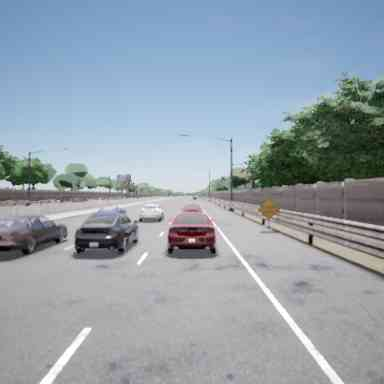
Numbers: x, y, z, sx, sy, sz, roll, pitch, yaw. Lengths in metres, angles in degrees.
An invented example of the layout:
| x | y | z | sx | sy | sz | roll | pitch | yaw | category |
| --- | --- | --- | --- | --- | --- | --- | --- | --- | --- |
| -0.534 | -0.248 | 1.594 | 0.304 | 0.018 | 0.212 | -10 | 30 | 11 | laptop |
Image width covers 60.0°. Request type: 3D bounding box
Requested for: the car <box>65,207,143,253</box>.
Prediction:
| x | y | z | sx | sy | sz | roll | pitch | yaw | category |
| --- | --- | --- | --- | --- | --- | --- | --- | --- | --- |
| -3.500 | 1.640 | 14.290 | 1.837 | 1.490 | 4.892 | 0 | 0 | 0 | car |

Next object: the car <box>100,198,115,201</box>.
| x | y | z | sx | sy | sz | roll | pitch | yaw | category |
| --- | --- | --- | --- | --- | --- | --- | --- | --- | --- |
| -17.530 | 2.124 | 71.777 | 2.128 | 1.511 | 4.902 | 0 | 0 | 0 | car |

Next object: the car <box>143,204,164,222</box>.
| x | y | z | sx | sy | sz | roll | pitch | yaw | category |
| --- | --- | --- | --- | --- | --- | --- | --- | --- | --- |
| -3.506 | 1.789 | 29.372 | 1.812 | 1.442 | 4.674 | 0 | 0 | 0 | car |

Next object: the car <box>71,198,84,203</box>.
| x | y | z | sx | sy | sz | roll | pitch | yaw | category |
| --- | --- | --- | --- | --- | --- | --- | --- | --- | --- |
| -24.530 | 2.099 | 71.774 | 1.837 | 1.490 | 4.892 | 0 | 0 | 0 | car |

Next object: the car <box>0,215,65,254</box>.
| x | y | z | sx | sy | sz | roll | pitch | yaw | category |
| --- | --- | --- | --- | --- | --- | --- | --- | --- | --- |
| -7.004 | 1.676 | 13.993 | 2.033 | 1.411 | 5.357 | 0 | 0 | 0 | car |

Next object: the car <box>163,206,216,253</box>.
| x | y | z | sx | sy | sz | roll | pitch | yaw | category |
| --- | --- | --- | --- | --- | --- | --- | --- | --- | --- |
| 0.002 | 1.611 | 14.494 | 1.882 | 1.535 | 5.008 | 0 | 0 | 0 | car |

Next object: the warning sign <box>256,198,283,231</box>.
| x | y | z | sx | sy | sz | roll | pitch | yaw | category |
| --- | --- | --- | --- | --- | --- | --- | --- | --- | --- |
| 4.531 | 1.294 | 19.615 | 1.300 | 1.860 | 1.060 | -1 | -1 | 0 | warning sign |

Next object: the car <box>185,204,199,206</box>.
| x | y | z | sx | sy | sz | roll | pitch | yaw | category |
| --- | --- | --- | --- | --- | --- | --- | --- | --- | --- |
| -0.006 | 1.789 | 29.381 | 1.812 | 1.442 | 4.674 | 0 | 0 | 0 | car |

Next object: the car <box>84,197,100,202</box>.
| x | y | z | sx | sy | sz | roll | pitch | yaw | category |
| --- | --- | --- | --- | --- | --- | --- | --- | --- | --- |
| -21.030 | 1.954 | 71.807 | 2.097 | 1.767 | 4.553 | 0 | 0 | 0 | car |
